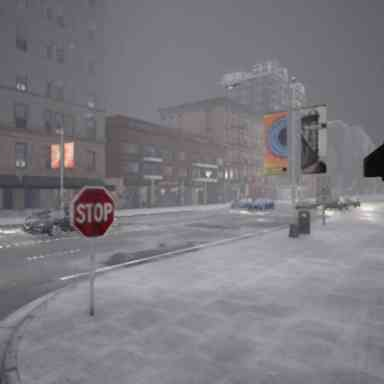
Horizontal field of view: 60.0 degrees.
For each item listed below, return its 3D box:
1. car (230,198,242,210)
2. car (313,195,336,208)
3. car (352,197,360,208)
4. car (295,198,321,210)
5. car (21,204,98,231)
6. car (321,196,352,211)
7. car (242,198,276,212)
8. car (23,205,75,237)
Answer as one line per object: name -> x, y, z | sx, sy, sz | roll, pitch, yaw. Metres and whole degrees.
car -> 6.629, 1.480, 42.165 | 1.812, 1.442, 4.674 | 0, 0, 36
car -> 19.618, 1.286, 48.985 | 2.097, 1.767, 4.553 | 0, 0, 36
car -> 22.987, 1.458, 48.101 | 1.812, 1.442, 4.674 | 0, 0, 36
car -> 14.032, 1.514, 41.117 | 1.994, 1.385, 4.181 | 0, 0, 36
car -> -8.360, 1.556, 21.350 | 1.994, 1.385, 4.181 | 0, 0, 36
car -> 17.444, 1.300, 40.284 | 2.097, 1.767, 4.553 | 0, 0, 36
car -> 8.167, 1.435, 38.748 | 1.882, 1.535, 5.008 | 0, 0, 36
car -> -6.627, 1.500, 18.193 | 1.837, 1.490, 4.892 | 0, 0, 36
